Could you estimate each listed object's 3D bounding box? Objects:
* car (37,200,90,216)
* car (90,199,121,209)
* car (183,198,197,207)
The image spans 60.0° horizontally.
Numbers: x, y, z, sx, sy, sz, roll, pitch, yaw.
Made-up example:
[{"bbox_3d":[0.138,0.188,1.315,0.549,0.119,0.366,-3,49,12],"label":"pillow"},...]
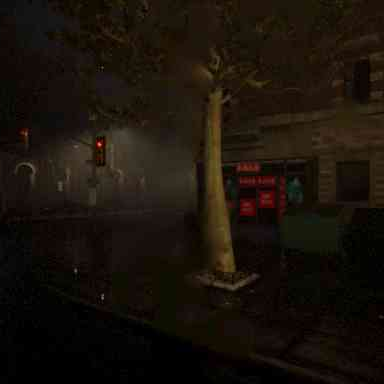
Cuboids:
[{"bbox_3d":[-12.816,1.525,32.718,1.812,1.442,4.674,0,0,36],"label":"car"},{"bbox_3d":[-11.959,1.594,45.174,1.895,1.301,4.718,0,0,36],"label":"car"},{"bbox_3d":[0.681,1.600,51.147,1.895,1.301,4.718,0,0,36],"label":"car"}]
